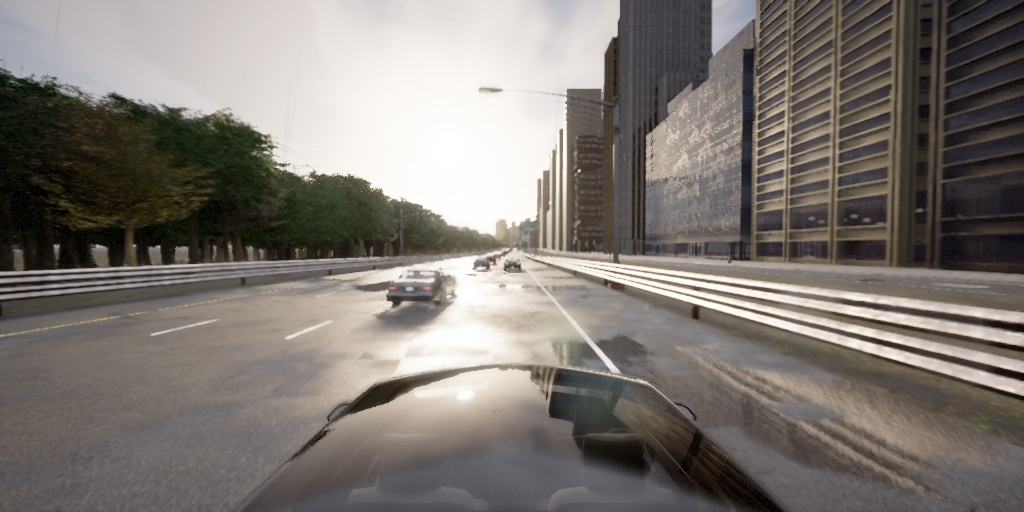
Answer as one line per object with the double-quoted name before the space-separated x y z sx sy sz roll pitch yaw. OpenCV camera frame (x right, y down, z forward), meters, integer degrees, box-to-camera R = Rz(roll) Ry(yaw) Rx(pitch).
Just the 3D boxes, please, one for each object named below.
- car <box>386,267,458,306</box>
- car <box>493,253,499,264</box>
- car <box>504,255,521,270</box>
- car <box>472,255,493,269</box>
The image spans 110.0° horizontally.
"car" -3.501 1.143 14.769 2.033 1.411 5.357 0 1 0
"car" -3.650 0.587 61.271 1.837 1.490 4.892 0 1 0
"car" 0.050 0.897 41.461 1.895 1.301 4.718 0 1 0
"car" -3.567 0.809 42.741 1.812 1.442 4.674 0 1 0
